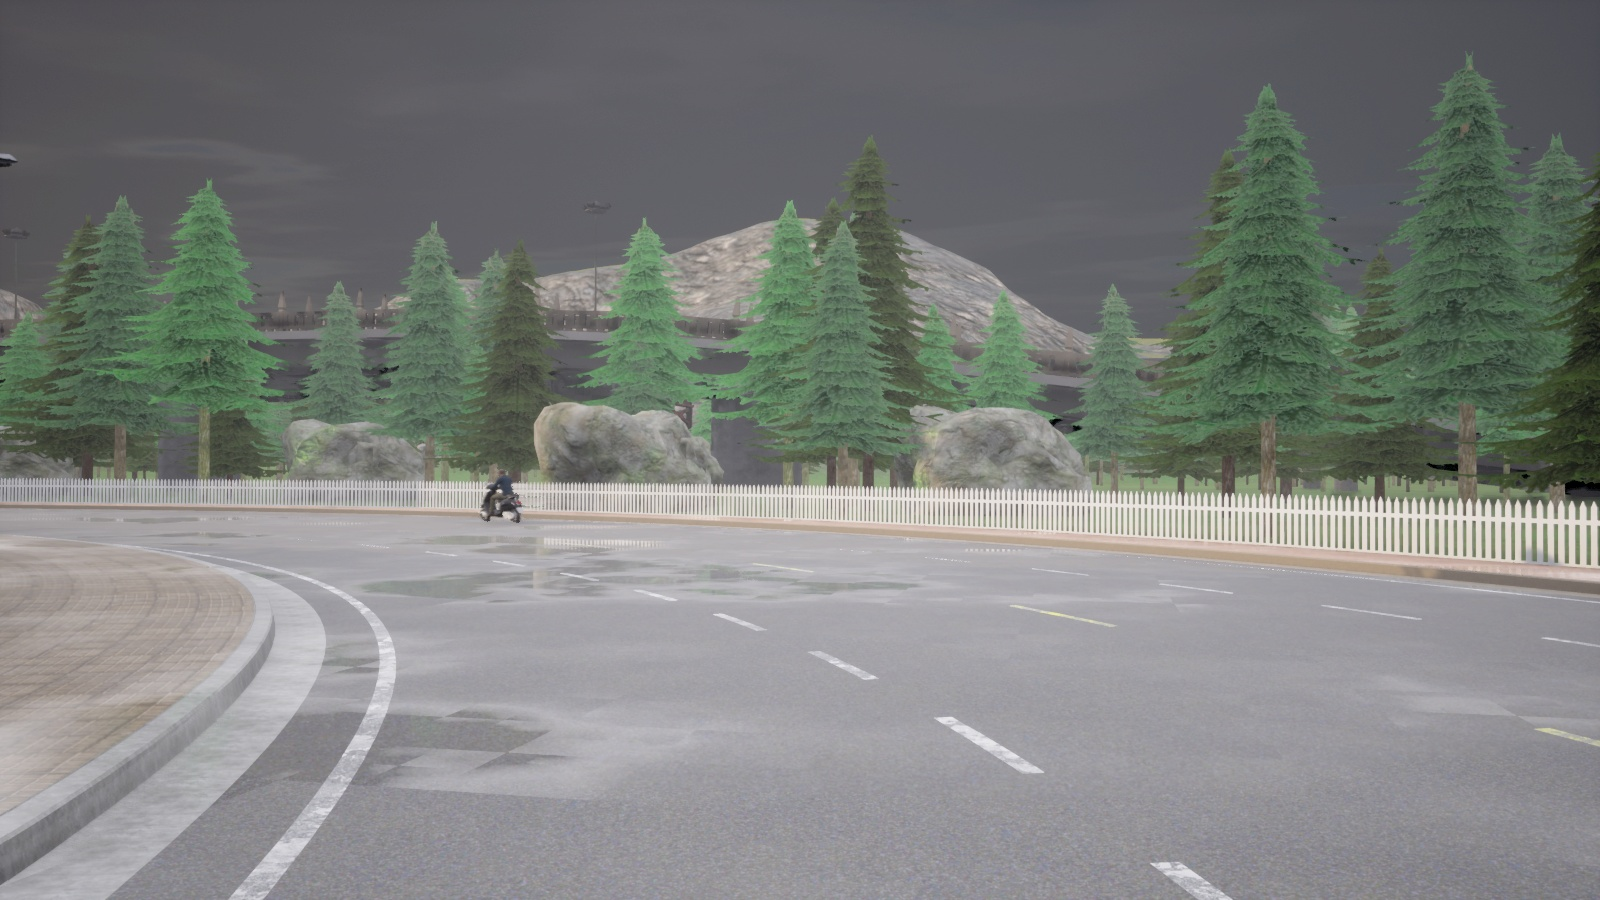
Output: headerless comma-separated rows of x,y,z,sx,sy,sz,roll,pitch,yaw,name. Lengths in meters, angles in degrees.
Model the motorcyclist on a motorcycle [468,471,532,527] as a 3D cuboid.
-8.852,1.424,37.047,1.817,1.590,0.866,-1,-1,36,motorcyclist on a motorcycle
